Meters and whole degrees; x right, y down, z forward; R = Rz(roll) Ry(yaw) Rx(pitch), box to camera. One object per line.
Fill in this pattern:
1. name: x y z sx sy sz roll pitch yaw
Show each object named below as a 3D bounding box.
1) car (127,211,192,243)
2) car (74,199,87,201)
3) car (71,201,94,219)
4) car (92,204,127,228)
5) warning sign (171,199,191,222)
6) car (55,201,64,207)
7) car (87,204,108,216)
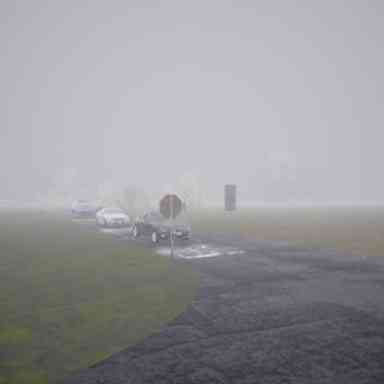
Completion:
1. car: -1.743 1.795 18.014 1.837 1.490 4.892 0 -1 -28
2. car: -19.227 2.275 56.951 2.150 2.045 5.566 0 -1 -28
3. car: -12.618 2.178 38.385 1.882 1.535 5.008 0 -1 -28
4. car: -6.445 1.992 26.804 1.812 1.442 4.674 0 -1 -28
5. warning sign: -0.923 1.540 27.725 1.300 1.860 1.060 0 -1 -28
6. car: -35.335 3.274 88.903 1.801 1.575 5.366 0 -1 -28
7. car: -12.863 2.328 45.061 1.812 1.442 4.674 0 -1 -28
